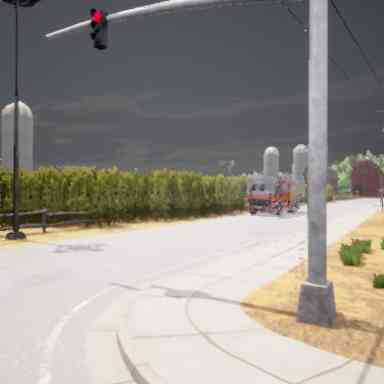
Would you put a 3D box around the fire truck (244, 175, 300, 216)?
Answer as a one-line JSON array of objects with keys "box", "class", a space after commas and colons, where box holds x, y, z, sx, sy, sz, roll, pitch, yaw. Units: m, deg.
[{"box": [8.221, 0.313, 33.180, 2.891, 3.827, 8.468, 0, 0, 33], "class": "fire truck"}]
